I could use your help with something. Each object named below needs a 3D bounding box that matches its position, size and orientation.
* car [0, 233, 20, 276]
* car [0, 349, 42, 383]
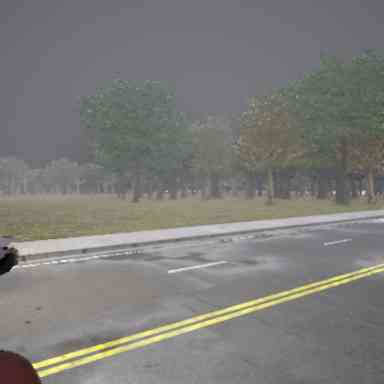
[{"bbox_3d":[-6.427,1.508,7.085,4.902,1.511,2.128,-1,1,-35],"label":"car"},{"bbox_3d":[-2.774,1.584,1.462,4.181,1.385,1.994,-1,1,-35],"label":"car"}]
